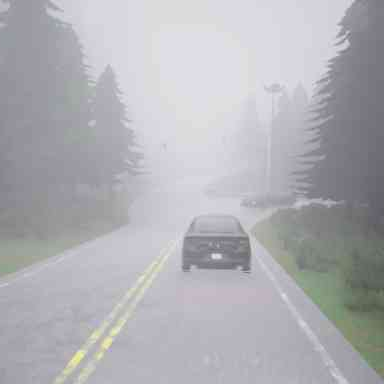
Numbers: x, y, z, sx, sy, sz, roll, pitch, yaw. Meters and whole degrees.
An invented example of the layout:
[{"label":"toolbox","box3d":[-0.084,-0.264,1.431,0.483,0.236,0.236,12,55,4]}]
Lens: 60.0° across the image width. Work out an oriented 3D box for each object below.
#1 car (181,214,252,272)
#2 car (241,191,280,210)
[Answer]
[{"label":"car","box3d":[0.747,1.435,10.692,1.882,1.535,5.008,0,0,3]},{"label":"car","box3d":[6.602,0.603,28.197,5.357,1.411,2.033,-6,7,-33]}]
